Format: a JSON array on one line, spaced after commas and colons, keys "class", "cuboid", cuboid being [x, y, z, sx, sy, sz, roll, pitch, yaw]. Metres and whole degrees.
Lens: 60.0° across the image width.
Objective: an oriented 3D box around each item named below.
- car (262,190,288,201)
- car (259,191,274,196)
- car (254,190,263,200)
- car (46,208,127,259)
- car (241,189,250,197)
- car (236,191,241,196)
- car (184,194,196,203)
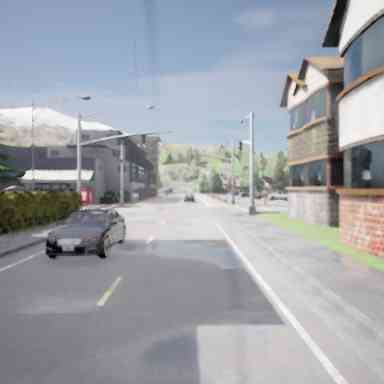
[{"class": "car", "cuboid": [14.088, 0.669, 54.543, 3.806, 1.475, 1.970, 0, 1, -1]}, {"class": "car", "cuboid": [20.624, 0.431, 92.314, 3.806, 1.475, 1.970, 0, 1, -1]}, {"class": "car", "cuboid": [13.715, 0.528, 60.956, 5.027, 1.636, 2.152, 0, 1, -1]}, {"class": "car", "cuboid": [-3.664, 1.381, 12.290, 2.128, 1.511, 4.902, 0, 1, 0]}, {"class": "car", "cuboid": [13.618, 0.326, 73.749, 3.866, 1.878, 1.905, 0, 1, -1]}, {"class": "car", "cuboid": [13.184, 0.320, 76.652, 4.605, 1.855, 1.932, 0, 1, -1]}, {"class": "car", "cuboid": [-0.405, 1.006, 55.134, 2.033, 1.411, 5.357, 0, 1, 0]}]
